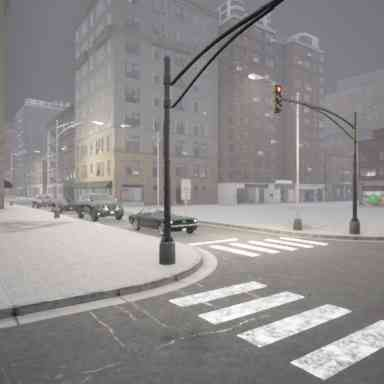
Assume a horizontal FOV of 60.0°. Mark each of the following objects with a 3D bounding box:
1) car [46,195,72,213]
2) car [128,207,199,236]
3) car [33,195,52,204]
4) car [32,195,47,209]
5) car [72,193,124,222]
[{"bbox_3d":[-13.175,1.311,34.312,1.882,1.535,5.008,0,0,-36],"label":"car"},{"bbox_3d":[-1.661,1.527,18.151,1.895,1.301,4.718,0,0,-36],"label":"car"},{"bbox_3d":[-25.423,1.270,56.545,2.033,1.411,5.357,0,0,-35],"label":"car"},{"bbox_3d":[-19.078,1.140,42.648,2.097,1.767,4.553,0,0,-35],"label":"car"},{"bbox_3d":[-7.304,1.102,26.054,2.150,2.045,5.566,0,0,-35],"label":"car"}]
